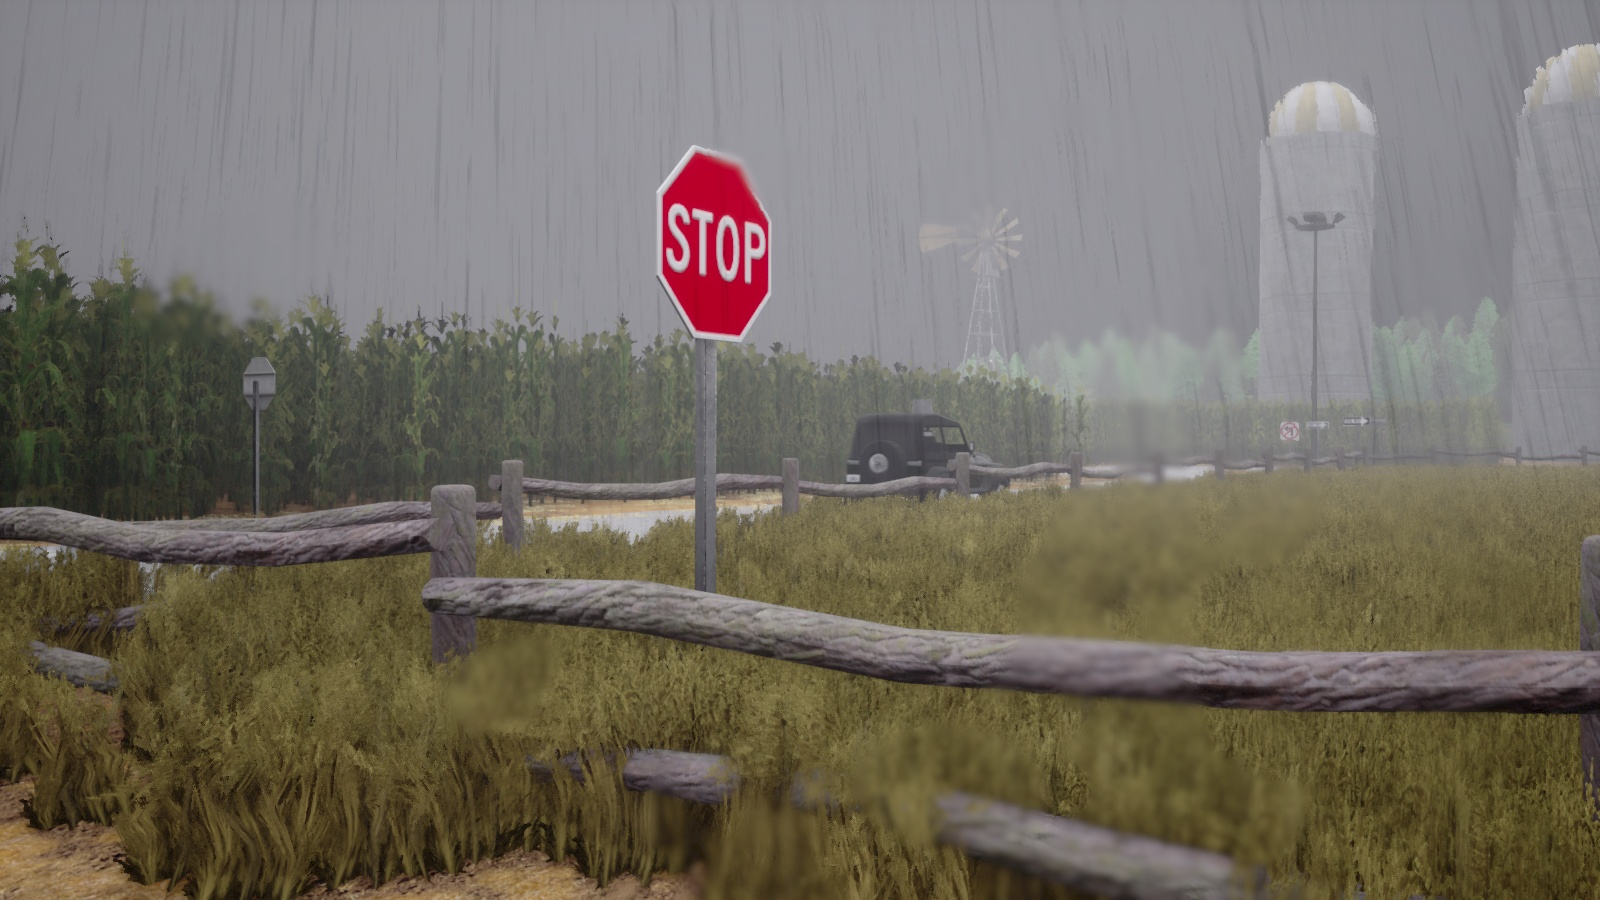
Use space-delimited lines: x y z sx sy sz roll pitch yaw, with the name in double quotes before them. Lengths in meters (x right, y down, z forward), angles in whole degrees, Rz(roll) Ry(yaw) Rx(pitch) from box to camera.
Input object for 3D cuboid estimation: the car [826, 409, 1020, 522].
"car" 2.338 0.246 23.031 1.905 1.878 3.866 -1 0 34
